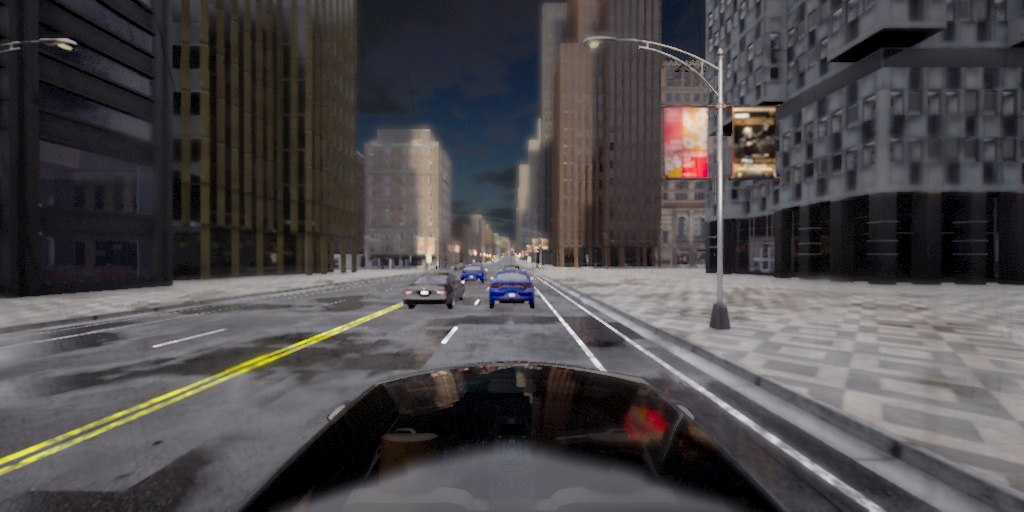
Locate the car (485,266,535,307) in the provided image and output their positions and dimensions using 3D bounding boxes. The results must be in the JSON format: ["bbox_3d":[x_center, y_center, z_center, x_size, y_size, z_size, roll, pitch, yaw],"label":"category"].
[{"bbox_3d":[0.005,1.374,16.323,1.882,1.535,5.008,0,0,0],"label":"car"}]

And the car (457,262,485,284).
[{"bbox_3d":[-3.247,1.548,31.327,1.882,1.535,5.008,0,0,0],"label":"car"}]

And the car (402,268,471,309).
[{"bbox_3d":[-3.251,1.439,15.838,2.033,1.411,5.357,0,-1,0],"label":"car"}]
